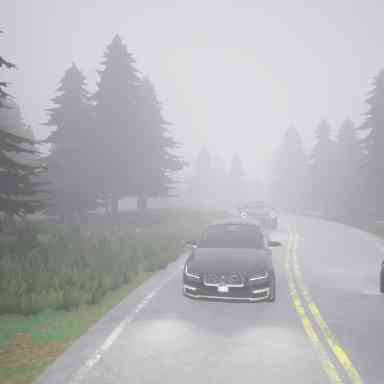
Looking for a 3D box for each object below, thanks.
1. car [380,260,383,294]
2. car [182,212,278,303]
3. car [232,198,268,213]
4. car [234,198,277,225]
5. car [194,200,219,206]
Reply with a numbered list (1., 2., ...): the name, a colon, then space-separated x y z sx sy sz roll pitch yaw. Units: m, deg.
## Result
1. car: 4.488 1.309 4.635 2.097 1.767 4.553 -1 0 8
2. car: 1.080 1.496 8.400 1.837 1.490 4.892 -1 0 12
3. car: 6.158 1.411 35.729 1.837 1.490 4.892 2 -1 -16
4. car: 3.851 1.271 20.357 2.097 1.767 4.553 -1 0 5
5. car: 1.863 1.799 44.849 1.812 1.442 4.674 3 -5 -35
